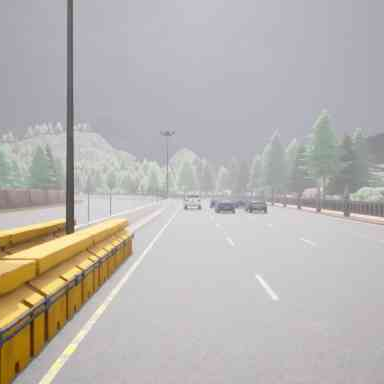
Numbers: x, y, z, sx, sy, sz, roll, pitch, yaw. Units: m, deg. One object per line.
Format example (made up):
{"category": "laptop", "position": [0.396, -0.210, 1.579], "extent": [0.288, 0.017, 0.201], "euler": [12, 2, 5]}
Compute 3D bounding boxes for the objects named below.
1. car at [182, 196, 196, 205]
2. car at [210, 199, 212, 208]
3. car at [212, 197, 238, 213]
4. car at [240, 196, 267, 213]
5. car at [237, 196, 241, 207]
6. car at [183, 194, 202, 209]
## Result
{"category": "car", "position": [-0.521, 1.491, 58.734], "extent": [2.128, 1.511, 4.902], "euler": [0, 0, -5]}
{"category": "car", "position": [3.530, 1.477, 47.477], "extent": [1.882, 1.535, 5.008], "euler": [0, 0, 0]}
{"category": "car", "position": [3.610, 1.477, 37.004], "extent": [1.882, 1.535, 5.008], "euler": [0, 0, 0]}
{"category": "car", "position": [7.078, 1.491, 37.043], "extent": [2.128, 1.511, 4.902], "euler": [0, 0, 0]}
{"category": "car", "position": [7.021, 1.351, 46.943], "extent": [2.097, 1.767, 4.553], "euler": [0, 0, 0]}
{"category": "car", "position": [0.103, 1.221, 44.315], "extent": [2.150, 2.045, 5.566], "euler": [0, 0, 0]}
